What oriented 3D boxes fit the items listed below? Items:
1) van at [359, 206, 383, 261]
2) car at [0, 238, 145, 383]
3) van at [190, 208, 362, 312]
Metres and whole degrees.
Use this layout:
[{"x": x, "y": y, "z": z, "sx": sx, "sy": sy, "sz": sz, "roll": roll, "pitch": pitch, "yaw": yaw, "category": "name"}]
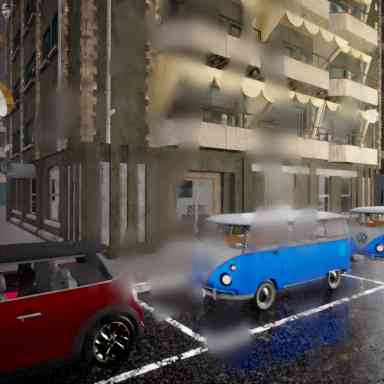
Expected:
[{"x": 6.496, "y": 1.345, "z": 10.755, "sx": 3.998, "sy": 1.788, "sz": 1.690, "roll": 0, "pitch": 0, "yaw": -36, "category": "van"}, {"x": -2.755, "y": 1.440, "z": 4.128, "sx": 4.097, "sy": 1.590, "sz": 1.967, "roll": 0, "pitch": 0, "yaw": -36, "category": "car"}, {"x": 1.870, "y": 1.342, "z": 7.441, "sx": 3.998, "sy": 1.788, "sz": 1.690, "roll": 0, "pitch": 0, "yaw": -36, "category": "van"}]
